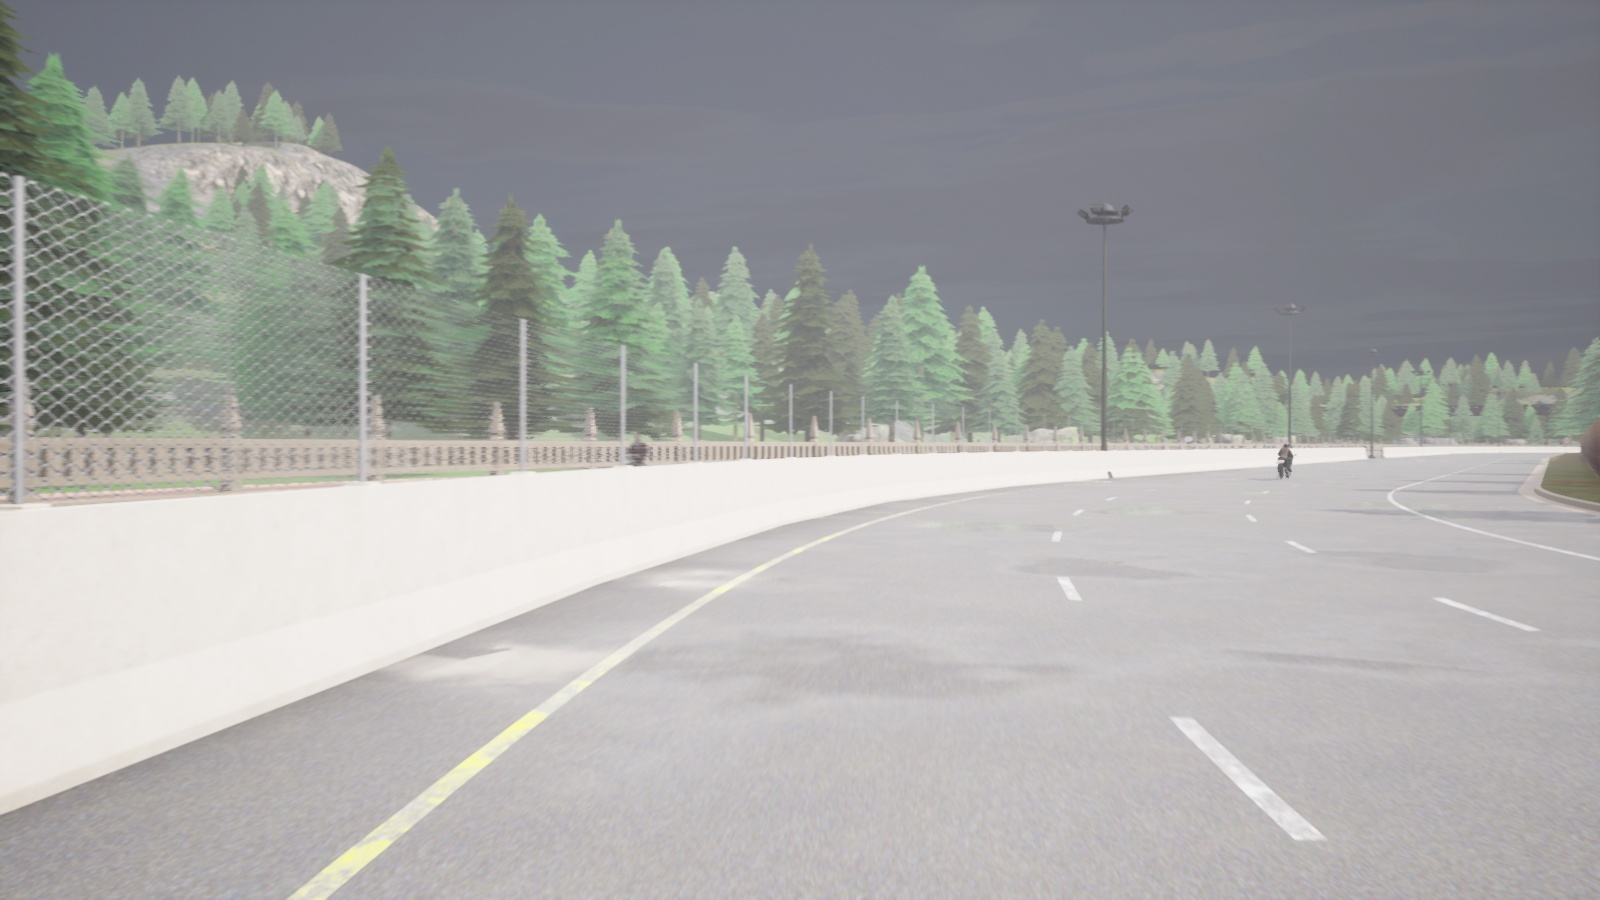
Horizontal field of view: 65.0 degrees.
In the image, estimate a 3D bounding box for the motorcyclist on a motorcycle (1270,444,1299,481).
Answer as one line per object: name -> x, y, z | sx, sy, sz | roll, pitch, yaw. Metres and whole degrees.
motorcyclist on a motorcycle -> 20.587, 0.526, 53.331 | 0.797, 1.523, 2.044 | 0, 0, 31
